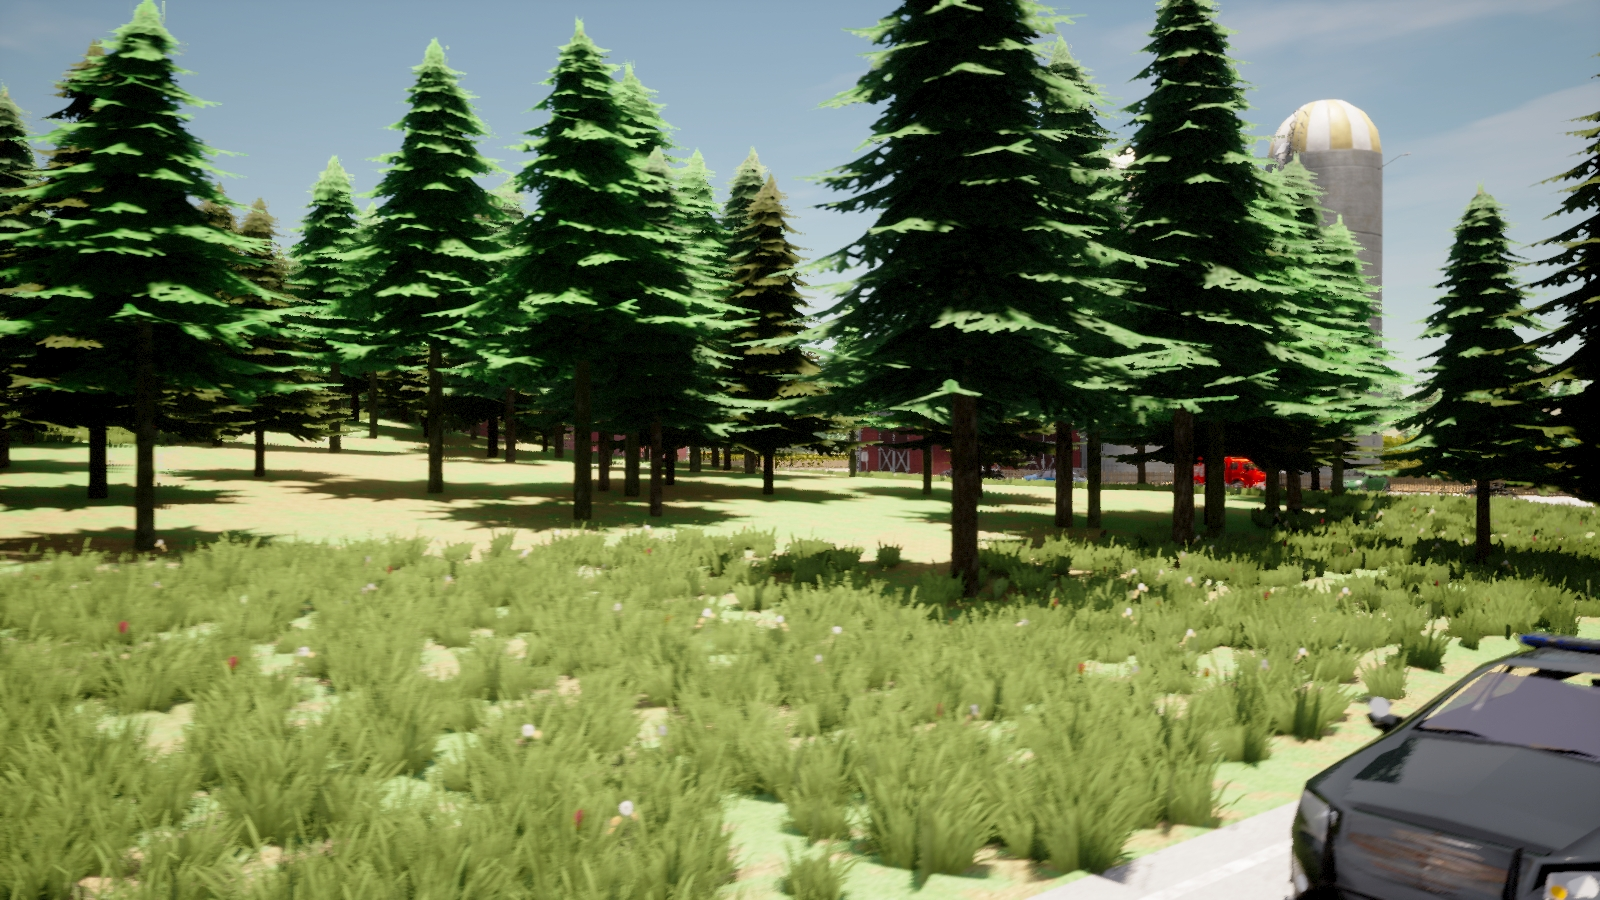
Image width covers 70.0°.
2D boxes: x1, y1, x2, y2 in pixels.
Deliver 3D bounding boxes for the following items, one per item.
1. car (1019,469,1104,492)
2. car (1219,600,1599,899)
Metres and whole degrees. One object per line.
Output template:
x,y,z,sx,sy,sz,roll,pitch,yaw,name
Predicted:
17.190,1.984,75.383,2.033,1.411,5.357,0,0,-37,car
5.001,2.039,7.301,4.974,1.542,2.038,0,0,-38,car
